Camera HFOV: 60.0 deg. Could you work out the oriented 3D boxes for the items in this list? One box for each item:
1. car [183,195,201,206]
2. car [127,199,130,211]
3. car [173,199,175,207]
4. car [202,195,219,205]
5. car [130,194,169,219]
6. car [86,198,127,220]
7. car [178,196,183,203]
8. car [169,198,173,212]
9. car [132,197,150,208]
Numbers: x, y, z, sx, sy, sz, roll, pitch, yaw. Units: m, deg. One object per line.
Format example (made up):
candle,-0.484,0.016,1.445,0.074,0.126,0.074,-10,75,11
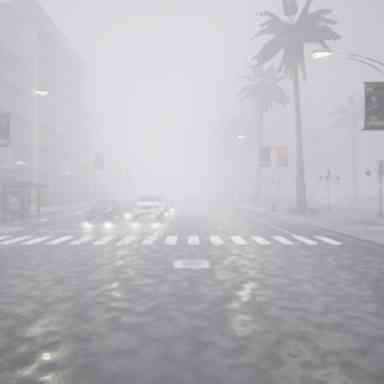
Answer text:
car,-0.031,1.378,53.577,1.882,1.535,5.008,0,0,-2
car,-7.034,1.497,35.840,1.994,1.385,4.181,0,0,0
car,-3.497,1.512,48.014,1.895,1.301,4.718,0,0,0
car,3.376,1.388,56.054,2.128,1.511,4.902,0,0,-4
car,-3.526,1.168,28.410,2.150,2.045,5.566,0,0,1
car,-7.039,1.301,27.212,2.097,1.767,4.553,0,0,1
car,-1.461,1.423,66.779,2.033,1.411,5.357,0,0,-12
car,-3.514,1.455,37.920,1.812,1.442,4.674,0,0,1
car,-6.997,1.440,45.992,1.812,1.442,4.674,0,0,0
